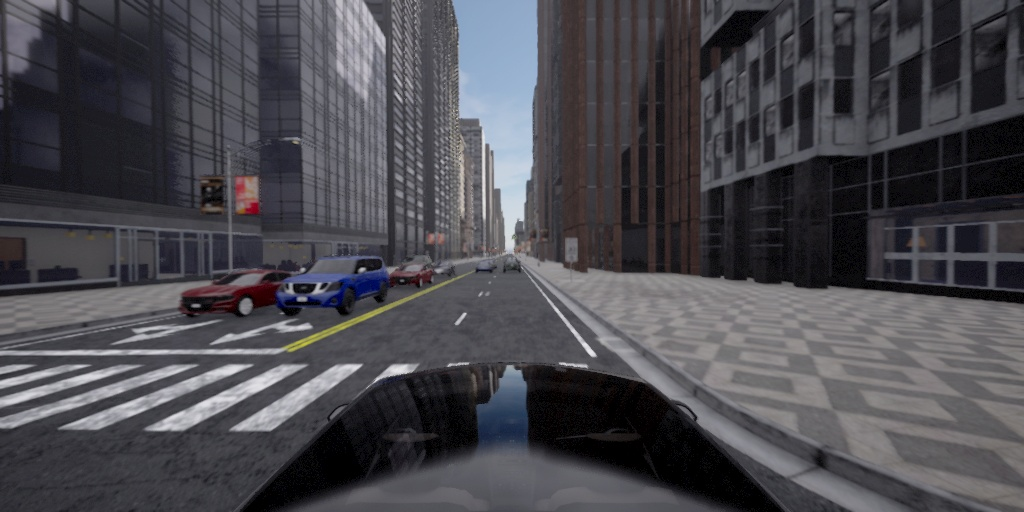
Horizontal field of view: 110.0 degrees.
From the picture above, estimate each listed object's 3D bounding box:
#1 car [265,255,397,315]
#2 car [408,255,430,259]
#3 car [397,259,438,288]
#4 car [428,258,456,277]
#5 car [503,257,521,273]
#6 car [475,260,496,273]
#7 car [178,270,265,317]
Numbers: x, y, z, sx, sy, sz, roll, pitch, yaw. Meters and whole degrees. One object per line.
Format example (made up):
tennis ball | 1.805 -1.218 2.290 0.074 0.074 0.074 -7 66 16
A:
car | -6.601 0.995 14.030 2.150 2.045 5.566 0 0 0
car | -9.826 0.949 37.392 2.150 2.045 5.566 0 1 0
car | -6.587 1.224 24.026 1.882 1.535 5.008 0 0 0
car | -6.569 1.209 34.631 2.128 1.511 4.902 0 0 0
car | 0.003 1.004 42.274 2.097 1.767 4.553 0 0 0
car | -3.245 1.238 42.279 1.994 1.385 4.181 0 0 0
car | -9.849 1.274 13.684 1.882 1.535 5.008 0 0 0
